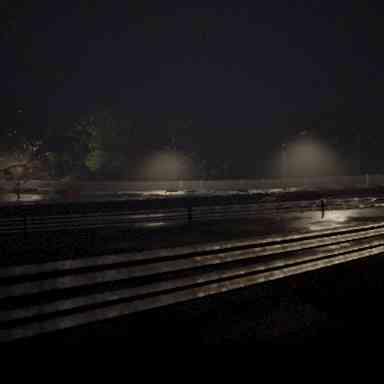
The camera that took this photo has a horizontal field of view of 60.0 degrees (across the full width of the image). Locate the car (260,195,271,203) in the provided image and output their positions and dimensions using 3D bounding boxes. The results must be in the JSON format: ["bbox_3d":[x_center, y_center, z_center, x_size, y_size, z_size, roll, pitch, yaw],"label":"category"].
[{"bbox_3d":[10.024,0.876,36.808,5.008,1.535,1.882,-3,1,-13],"label":"car"}]

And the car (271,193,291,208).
[{"bbox_3d":[10.904,0.943,33.421,4.892,1.490,1.837,-3,1,-13],"label":"car"}]

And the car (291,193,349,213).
[{"bbox_3d":[11.774,0.827,30.030,4.553,1.767,2.097,-3,1,-13],"label":"car"}]
